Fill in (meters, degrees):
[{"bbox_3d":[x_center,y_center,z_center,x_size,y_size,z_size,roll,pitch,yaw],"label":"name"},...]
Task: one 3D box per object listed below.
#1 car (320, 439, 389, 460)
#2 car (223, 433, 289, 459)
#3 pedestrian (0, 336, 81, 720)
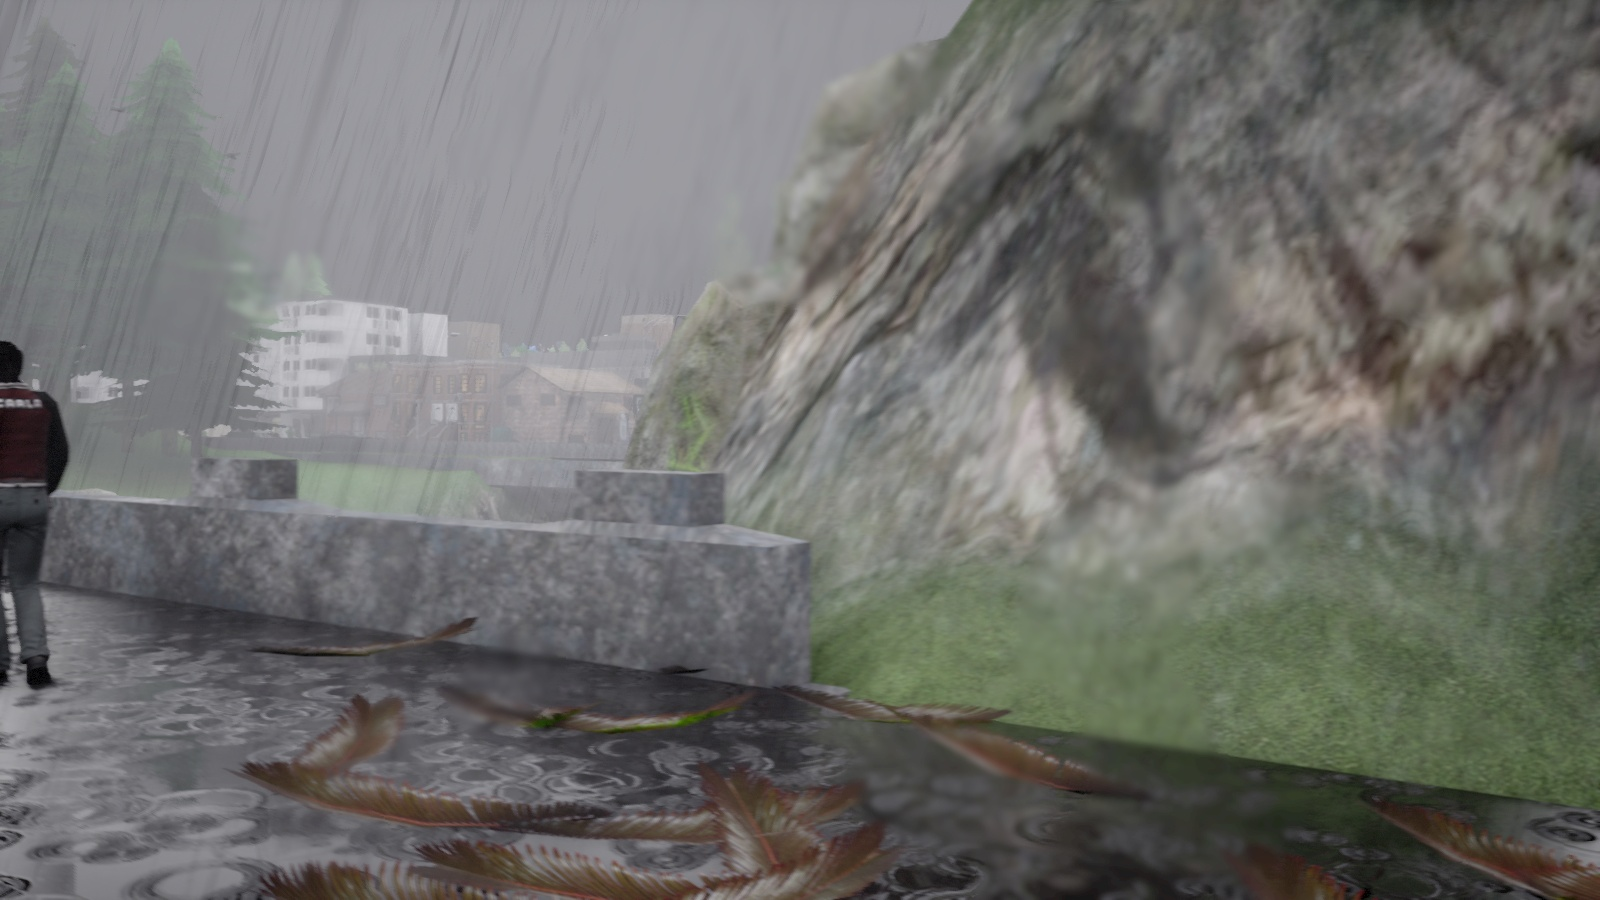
[{"bbox_3d":[-29.606,-0.038,83.396,4.718,1.301,1.895,0,1,34],"label":"car"},{"bbox_3d":[-38.777,-0.280,89.497,4.553,1.767,2.097,0,1,34],"label":"car"},{"bbox_3d":[-4.174,0.388,6.654,0.666,1.930,0.402,0,1,41],"label":"pedestrian"}]
